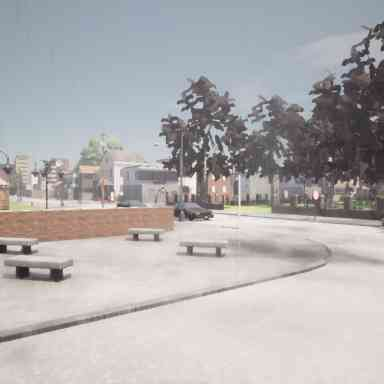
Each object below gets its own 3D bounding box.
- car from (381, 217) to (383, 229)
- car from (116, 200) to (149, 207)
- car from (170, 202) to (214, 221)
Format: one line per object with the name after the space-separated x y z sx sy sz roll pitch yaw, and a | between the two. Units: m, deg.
12.697 1.507 17.485 4.892 1.490 1.837 0 4 12 | car
-6.526 1.547 36.166 2.033 1.411 5.357 0 0 -35 | car
-0.451 1.547 27.588 2.033 1.411 5.357 0 0 -35 | car
